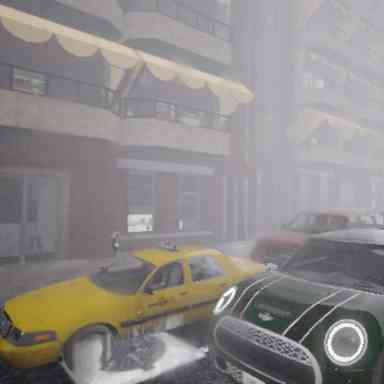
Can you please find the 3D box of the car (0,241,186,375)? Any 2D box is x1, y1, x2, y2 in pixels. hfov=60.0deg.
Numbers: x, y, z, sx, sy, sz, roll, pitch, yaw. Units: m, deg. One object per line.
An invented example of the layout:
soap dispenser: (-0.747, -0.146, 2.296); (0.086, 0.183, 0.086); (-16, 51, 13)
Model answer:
car: (-0.623, 1.584, 5.708); (4.829, 1.417, 1.752); (0, 1, -38)

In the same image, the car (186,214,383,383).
car: (2.398, 1.396, 4.856); (4.553, 1.767, 2.097); (0, -1, -38)

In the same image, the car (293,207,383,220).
car: (3.851, 1.399, 9.243); (5.009, 1.841, 2.192); (0, 1, -38)
